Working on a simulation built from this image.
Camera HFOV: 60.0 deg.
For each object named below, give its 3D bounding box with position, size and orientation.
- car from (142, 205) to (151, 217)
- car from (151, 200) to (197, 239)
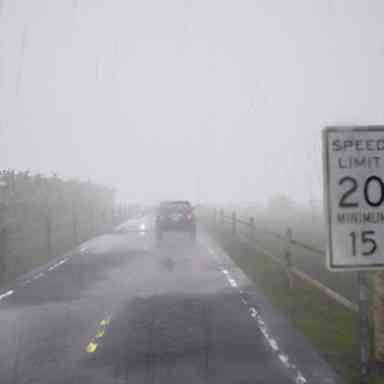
[{"bbox_3d":[-4.768,2.177,38.737,1.895,1.301,4.718,-1,-1,-3],"label":"car"},{"bbox_3d":[-0.955,1.477,19.348,2.150,2.045,5.566,-1,-1,-3],"label":"car"}]
